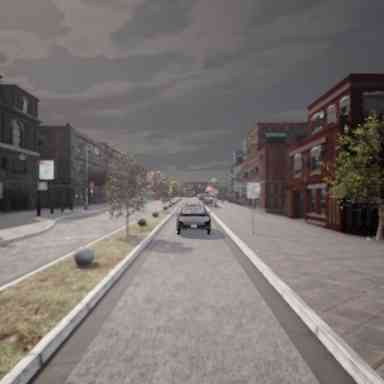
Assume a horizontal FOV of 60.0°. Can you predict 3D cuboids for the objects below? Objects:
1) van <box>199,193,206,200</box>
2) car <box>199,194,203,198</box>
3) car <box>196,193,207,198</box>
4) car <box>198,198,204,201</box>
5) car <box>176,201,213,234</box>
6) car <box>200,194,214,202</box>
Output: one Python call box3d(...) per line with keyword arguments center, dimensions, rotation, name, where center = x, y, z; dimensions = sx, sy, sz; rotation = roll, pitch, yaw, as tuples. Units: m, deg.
box3d(center=(2.990, 1.327, 93.904), dimensions=(1.878, 1.987, 4.442), rotation=(0, 0, 0), name="van")
box3d(center=(2.992, 1.553, 60.775), dimensions=(2.231, 1.521, 4.892), rotation=(0, 0, 0), name="car")
box3d(center=(2.990, 1.291, 82.773), dimensions=(2.435, 2.045, 5.566), rotation=(0, 0, 0), name="car")
box3d(center=(0.090, 1.654, 37.667), dimensions=(1.895, 1.301, 4.718), rotation=(0, 0, 0), name="car")
box3d(center=(0.098, 1.510, 19.218), dimensions=(2.128, 1.511, 4.902), rotation=(0, 0, 0), name="car")
box3d(center=(2.992, 1.552, 55.128), dimensions=(2.231, 1.521, 4.892), rotation=(0, 0, 0), name="car")
